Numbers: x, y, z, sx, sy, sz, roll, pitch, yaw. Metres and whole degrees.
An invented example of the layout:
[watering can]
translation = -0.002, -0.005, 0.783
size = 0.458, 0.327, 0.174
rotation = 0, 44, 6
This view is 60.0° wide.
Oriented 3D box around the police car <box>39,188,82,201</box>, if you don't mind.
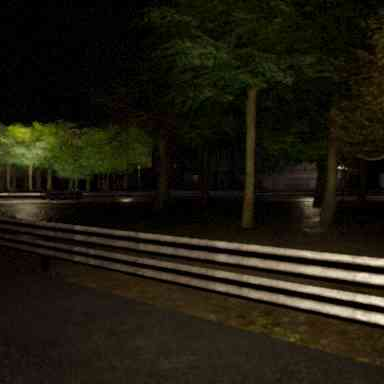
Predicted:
[police car]
translation = -16.832, 0.366, 42.735
size = 5.238, 1.638, 1.930
rotation = 0, 0, -3
